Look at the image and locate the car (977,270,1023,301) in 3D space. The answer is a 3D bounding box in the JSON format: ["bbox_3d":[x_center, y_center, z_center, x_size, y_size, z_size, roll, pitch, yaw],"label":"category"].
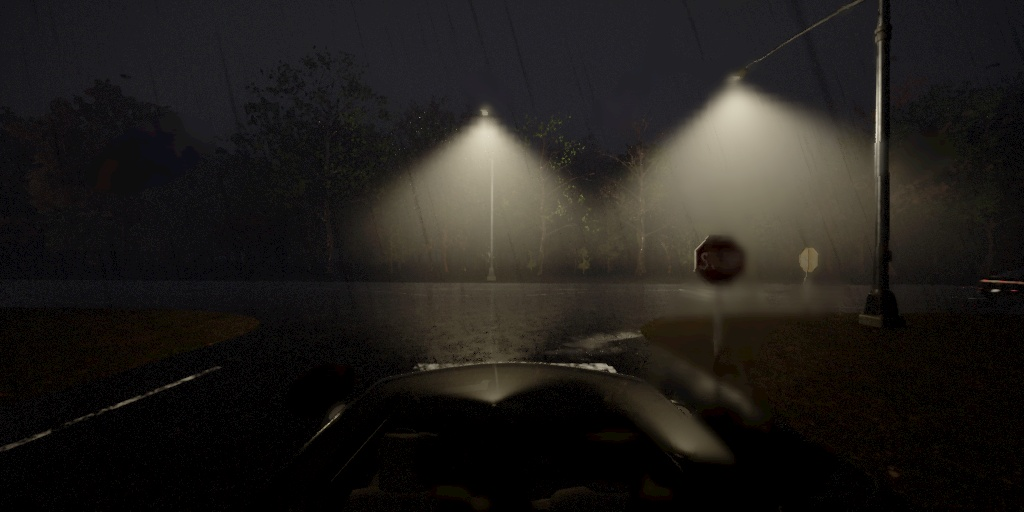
[{"bbox_3d":[24.085,1.369,16.045,4.902,1.511,2.128,0,0,0],"label":"car"}]
